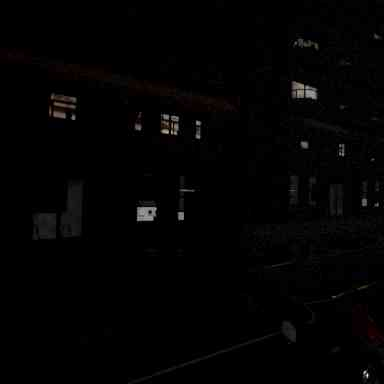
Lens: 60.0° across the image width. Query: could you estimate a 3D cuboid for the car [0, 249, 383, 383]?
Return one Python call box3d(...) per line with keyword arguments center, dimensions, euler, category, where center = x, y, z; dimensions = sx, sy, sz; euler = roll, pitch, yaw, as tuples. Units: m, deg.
box3d(center=(-0.139, 1.352, 3.066), dimensions=(4.553, 1.767, 2.097), euler=(0, 0, -35), category="car")
